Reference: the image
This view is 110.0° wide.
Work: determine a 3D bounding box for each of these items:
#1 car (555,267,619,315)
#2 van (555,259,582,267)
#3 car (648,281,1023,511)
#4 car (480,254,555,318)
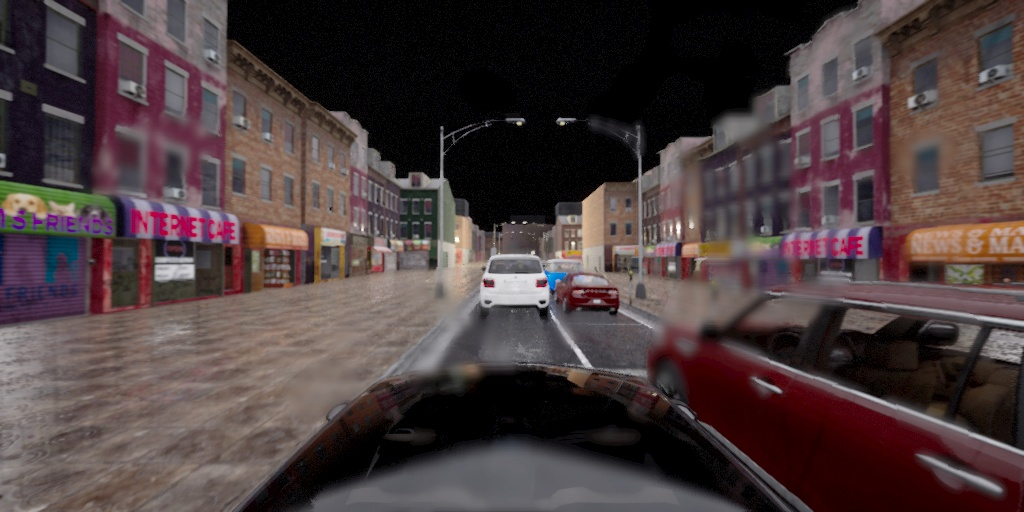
[{"bbox_3d":[2.632,1.276,13.382,1.888,1.381,4.507,0,0,0],"label":"car"},{"bbox_3d":[2.630,1.062,18.923,1.690,1.789,3.998,0,0,0],"label":"van"},{"bbox_3d":[2.638,1.064,2.300,2.192,1.841,5.009,0,0,0],"label":"car"},{"bbox_3d":[0.052,0.953,13.102,2.150,2.045,5.566,0,0,-1],"label":"car"}]
